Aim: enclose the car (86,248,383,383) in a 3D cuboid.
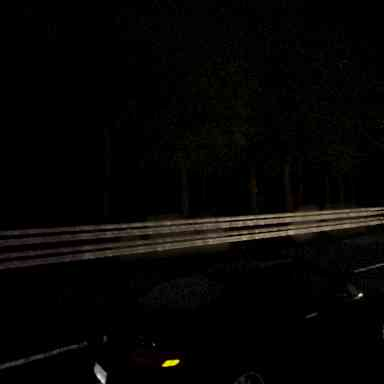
[{"bbox_3d":[1.010,1.515,4.471,4.674,1.442,1.812,0,0,-36],"label":"car"}]
